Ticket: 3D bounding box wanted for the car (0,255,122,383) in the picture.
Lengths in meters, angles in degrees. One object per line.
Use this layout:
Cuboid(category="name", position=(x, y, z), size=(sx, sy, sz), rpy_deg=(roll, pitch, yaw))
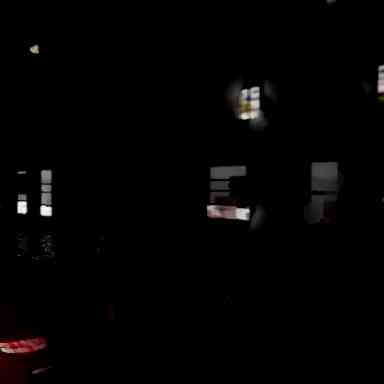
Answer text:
Cuboid(category="car", position=(-2.801, 1.571, 4.674), size=(4.206, 1.307, 1.802), rpy_deg=(0, 1, 35))
